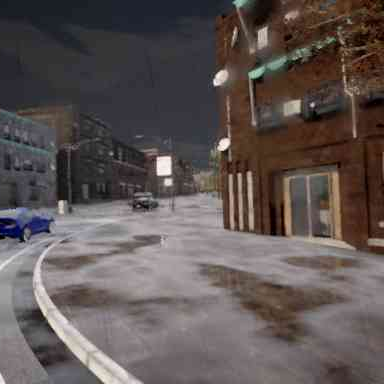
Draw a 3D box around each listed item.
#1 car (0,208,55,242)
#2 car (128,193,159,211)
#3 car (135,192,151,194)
[{"bbox_3d":[-8.490,1.519,16.468,1.882,1.535,5.008,-2,0,-2],"label":"car"},{"bbox_3d":[-5.187,1.275,37.371,1.882,1.535,5.008,-2,0,11],"label":"car"},{"bbox_3d":[-7.108,1.007,47.063,2.150,2.045,5.566,-2,0,11],"label":"car"}]
